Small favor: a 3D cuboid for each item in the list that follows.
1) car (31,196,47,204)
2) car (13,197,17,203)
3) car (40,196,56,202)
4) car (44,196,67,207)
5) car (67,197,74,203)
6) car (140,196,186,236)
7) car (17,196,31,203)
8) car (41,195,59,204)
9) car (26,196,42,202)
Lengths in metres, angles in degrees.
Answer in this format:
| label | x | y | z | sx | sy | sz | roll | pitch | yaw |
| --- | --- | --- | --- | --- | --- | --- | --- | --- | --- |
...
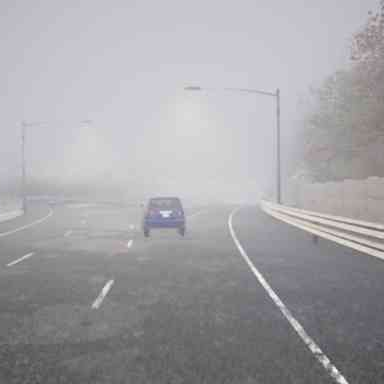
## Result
| label | x | y | z | sx | sy | sz | roll | pitch | yaw |
| --- | --- | --- | --- | --- | --- | --- | --- | --- | --- |
| car | -29.670 | 1.571 | 65.484 | 1.837 | 1.490 | 4.892 | -1 | 0 | -38 |
| car | -40.488 | 1.740 | 77.361 | 4.181 | 1.385 | 1.994 | -1 | 0 | 41 |
| car | -35.641 | 1.662 | 82.411 | 4.674 | 1.442 | 1.812 | -1 | 0 | 41 |
| car | -22.788 | 1.796 | 55.378 | 1.895 | 1.301 | 4.718 | -1 | 0 | -32 |
| car | -28.591 | 1.826 | 75.081 | 1.895 | 1.301 | 4.718 | -1 | 0 | -43 |
| car | -1.718 | 1.230 | 18.841 | 2.150 | 2.045 | 5.566 | 0 | 0 | -10 |
| car | -35.799 | 1.790 | 72.637 | 1.882 | 1.535 | 5.008 | -1 | 0 | -43 |
| car | -31.094 | 1.618 | 72.642 | 2.097 | 1.767 | 4.553 | -1 | 0 | -43 |
| car | -38.065 | 1.686 | 79.886 | 4.674 | 1.442 | 1.812 | -1 | 0 | 41 |
